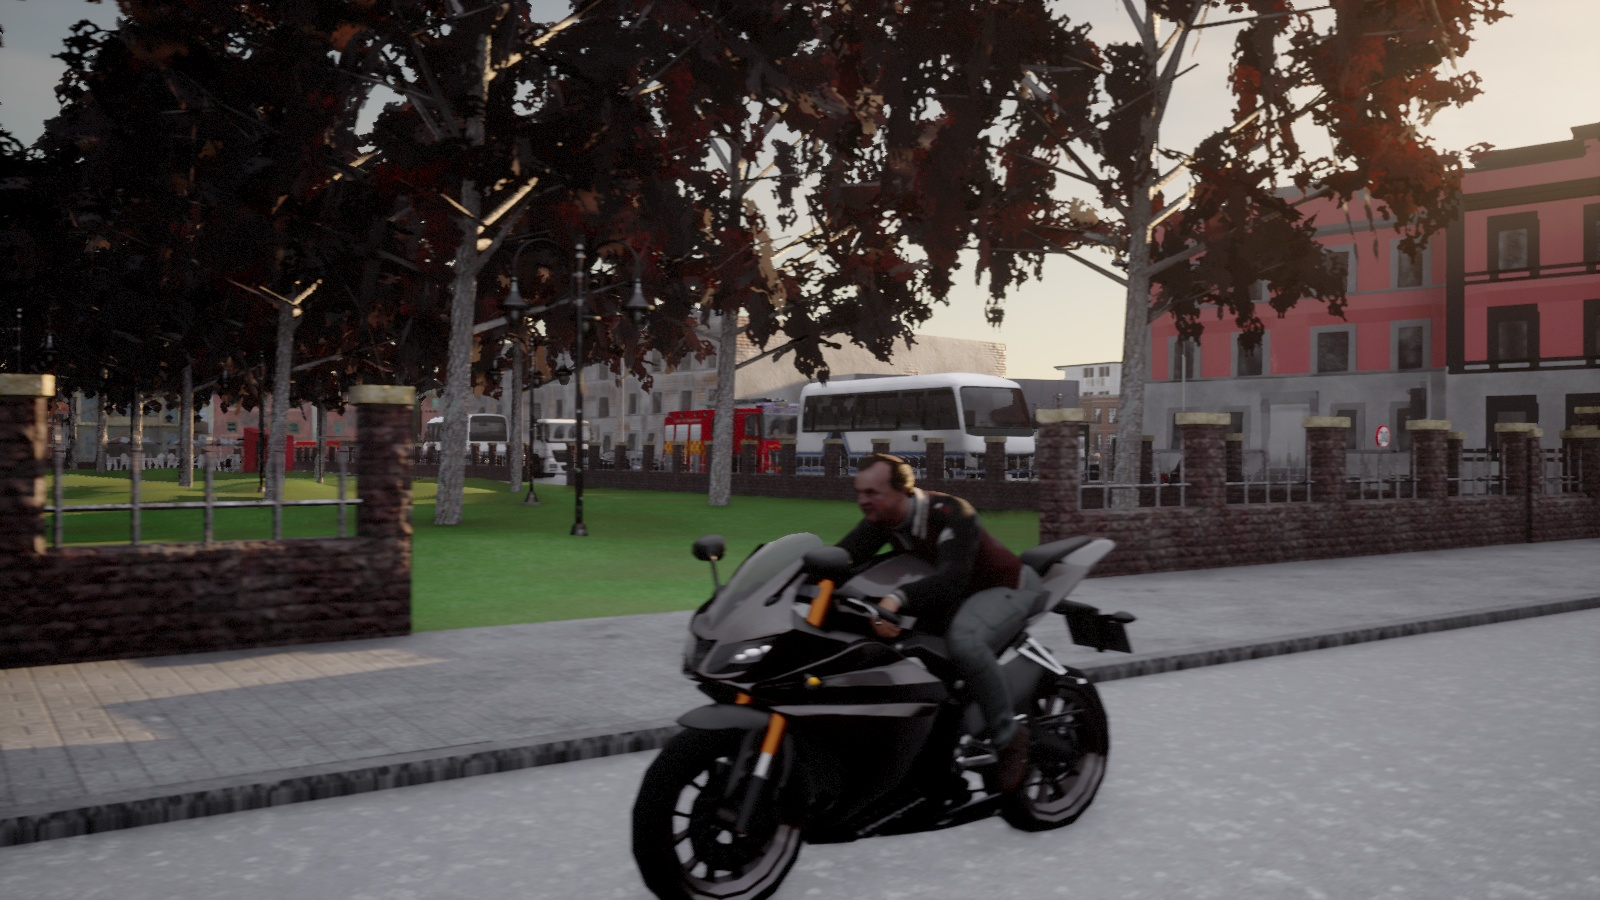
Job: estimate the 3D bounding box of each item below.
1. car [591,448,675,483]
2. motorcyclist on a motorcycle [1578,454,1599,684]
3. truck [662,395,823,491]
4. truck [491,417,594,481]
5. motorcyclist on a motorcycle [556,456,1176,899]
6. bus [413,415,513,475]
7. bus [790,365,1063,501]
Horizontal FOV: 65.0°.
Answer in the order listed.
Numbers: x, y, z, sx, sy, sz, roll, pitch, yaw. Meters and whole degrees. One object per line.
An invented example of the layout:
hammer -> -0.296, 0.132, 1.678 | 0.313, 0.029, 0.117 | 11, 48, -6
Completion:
car -> -8.373, 0.760, 62.602 | 2.242, 1.667, 4.611 | 0, 0, -35
motorcyclist on a motorcycle -> 6.373, 0.788, 8.727 | 2.191, 1.530, 0.866 | 0, 0, -36
truck -> -2.643, -0.281, 54.377 | 2.891, 3.827, 8.468 | 0, 0, -35
truck -> -14.854, -0.029, 71.898 | 2.891, 3.462, 7.936 | 0, 0, -35
motorcyclist on a motorcycle -> 0.314, 0.790, 4.549 | 2.191, 1.530, 0.866 | 0, 0, -37
bus -> -25.354, -0.348, 93.916 | 3.944, 4.253, 10.273 | 0, 0, -35
bus -> 4.146, -0.531, 44.625 | 3.944, 4.253, 10.273 | 0, 0, -34
